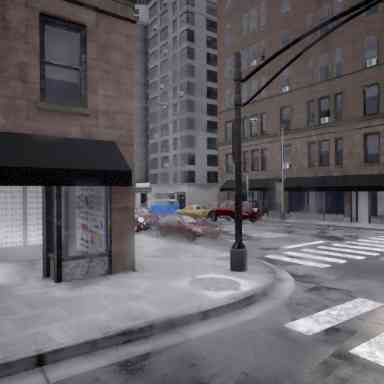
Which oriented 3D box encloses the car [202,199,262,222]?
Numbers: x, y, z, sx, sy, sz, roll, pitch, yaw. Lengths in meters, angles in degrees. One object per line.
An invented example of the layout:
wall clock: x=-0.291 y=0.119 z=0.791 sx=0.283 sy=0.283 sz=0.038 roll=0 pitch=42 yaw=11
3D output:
car: x=3.412 y=1.522 z=27.048 sx=2.192 sy=1.841 sz=5.009 roll=-1 pitch=0 yaw=-36

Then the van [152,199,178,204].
van: x=-3.019 y=1.689 z=35.982 sx=1.690 sy=1.788 sz=3.998 roll=-1 pitch=0 yaw=-36

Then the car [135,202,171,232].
car: x=-3.503 y=1.706 z=22.066 sx=1.967 sy=1.590 sz=4.097 roll=-1 pitch=0 yaw=-36

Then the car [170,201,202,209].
car: x=0.101 y=1.805 z=31.653 sx=1.752 sy=1.417 sz=4.829 roll=-1 pitch=0 yaw=-36

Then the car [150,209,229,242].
car: x=-0.283 y=1.778 z=17.599 sx=1.802 sy=1.307 sz=4.206 roll=-1 pitch=0 yaw=-36
